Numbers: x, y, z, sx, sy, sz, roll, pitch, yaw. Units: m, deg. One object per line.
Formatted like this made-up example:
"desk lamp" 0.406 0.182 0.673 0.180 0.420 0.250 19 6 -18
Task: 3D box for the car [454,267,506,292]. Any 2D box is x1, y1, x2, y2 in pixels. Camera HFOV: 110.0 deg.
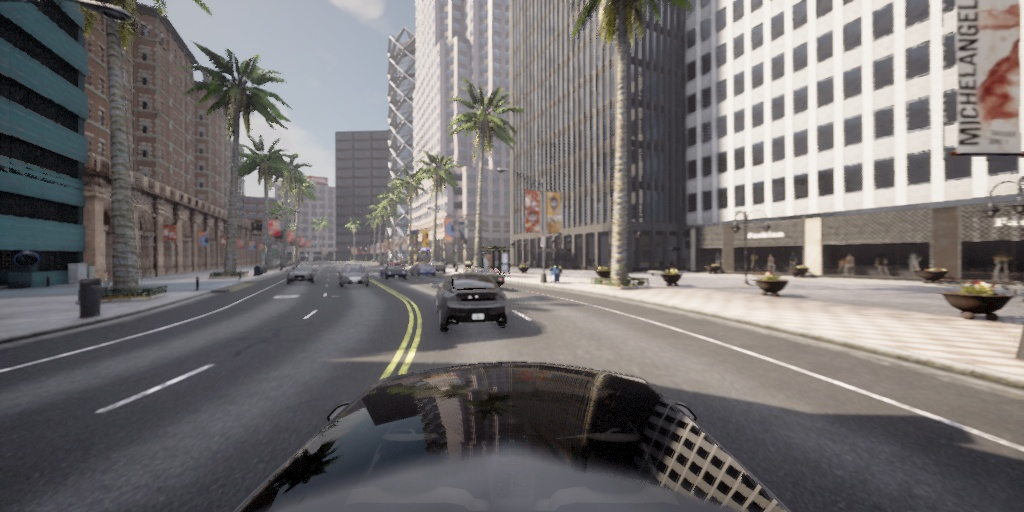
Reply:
"car" -2.190 1.428 23.078 1.895 1.301 4.718 0 0 -25

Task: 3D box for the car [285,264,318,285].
"car" -16.669 1.421 28.541 1.837 1.490 4.892 0 0 -26

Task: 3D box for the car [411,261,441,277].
"car" -9.474 1.456 37.930 2.033 1.411 5.357 0 0 -27

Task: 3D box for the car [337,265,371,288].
"car" -11.233 1.370 25.426 2.128 1.511 4.902 0 0 -26

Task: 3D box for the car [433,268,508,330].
"car" -1.420 1.292 11.389 1.837 1.490 4.892 0 0 -14

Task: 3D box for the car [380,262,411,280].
"car" -11.055 1.503 33.264 1.895 1.301 4.718 0 0 -27
